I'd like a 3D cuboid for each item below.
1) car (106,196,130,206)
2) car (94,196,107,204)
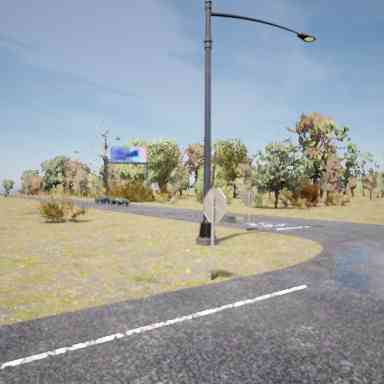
[{"bbox_3d":[-11.850,1.539,54.162,1.895,1.301,4.718,0,0,-33],"label":"car"},{"bbox_3d":[-16.385,1.429,60.875,1.837,1.490,4.892,0,0,-34],"label":"car"}]
